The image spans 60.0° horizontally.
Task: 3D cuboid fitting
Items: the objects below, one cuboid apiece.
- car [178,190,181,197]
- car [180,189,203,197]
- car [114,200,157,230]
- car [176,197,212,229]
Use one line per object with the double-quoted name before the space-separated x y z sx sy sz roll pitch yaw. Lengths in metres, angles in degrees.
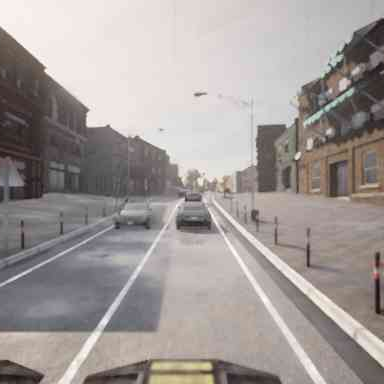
"car" -1.333 0.171 60.643 1.882 1.535 5.008 0 0 8
"car" 0.172 0.535 36.811 2.128 1.511 4.902 0 2 1
"car" -3.096 1.229 18.952 1.812 1.442 4.674 0 2 0
"car" 0.101 1.256 19.296 1.994 1.385 4.181 0 2 0
